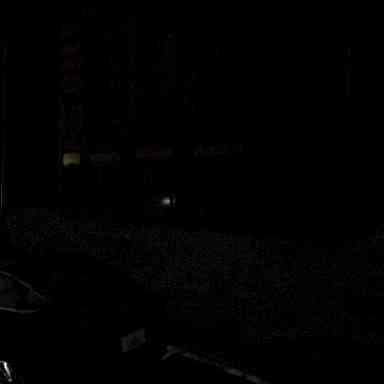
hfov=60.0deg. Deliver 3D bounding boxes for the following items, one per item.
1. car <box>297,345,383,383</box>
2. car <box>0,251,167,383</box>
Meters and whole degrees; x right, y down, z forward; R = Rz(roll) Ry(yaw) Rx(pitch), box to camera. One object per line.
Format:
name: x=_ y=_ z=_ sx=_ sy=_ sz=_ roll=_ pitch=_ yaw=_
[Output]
car: x=2.277 y=1.454 z=1.336 sx=4.097 sy=1.590 sz=1.967 roll=1 pitch=1 yaw=36
car: x=-2.283 y=1.513 z=4.591 sx=4.313 sy=1.339 sz=1.947 roll=1 pitch=1 yaw=36
